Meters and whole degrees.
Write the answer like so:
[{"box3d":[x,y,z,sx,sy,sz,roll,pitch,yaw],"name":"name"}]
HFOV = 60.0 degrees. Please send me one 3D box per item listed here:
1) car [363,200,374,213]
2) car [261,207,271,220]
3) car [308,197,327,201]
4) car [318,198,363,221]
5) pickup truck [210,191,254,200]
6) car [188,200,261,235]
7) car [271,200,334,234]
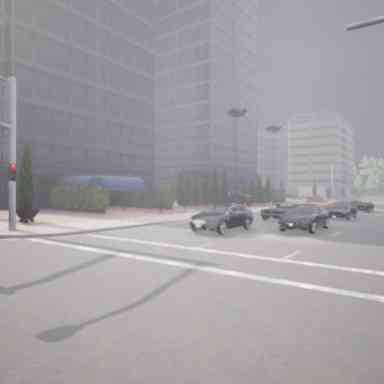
[{"box3d":[18.346,1.552,35.998,1.895,1.301,4.718,1,0,35],"name":"car"},{"box3d":[7.035,1.522,26.038,1.895,1.301,4.718,1,0,35],"name":"car"},{"box3d":[12.743,1.273,34.133,2.097,1.767,4.553,1,0,35],"name":"car"},{"box3d":[12.366,1.499,27.534,2.033,1.411,5.357,1,0,35],"name":"car"},{"box3d":[5.644,0.868,46.681,6.274,2.098,2.390,0,0,-24],"name":"pickup truck"},{"box3d":[1.707,1.413,18.461,2.128,1.511,4.902,1,0,35],"name":"car"},{"box3d":[6.514,1.456,19.215,1.837,1.490,4.892,1,0,35],"name":"car"}]
